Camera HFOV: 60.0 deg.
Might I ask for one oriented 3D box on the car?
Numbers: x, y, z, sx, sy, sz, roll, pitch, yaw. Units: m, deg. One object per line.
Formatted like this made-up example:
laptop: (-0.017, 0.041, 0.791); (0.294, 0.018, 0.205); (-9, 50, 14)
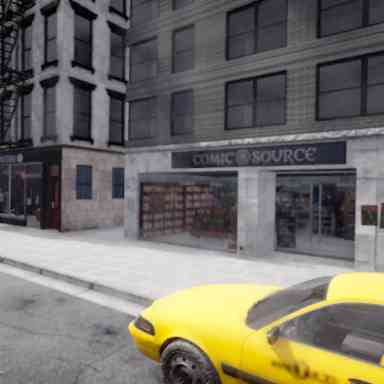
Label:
car: (1.728, 1.451, 3.122); (5.366, 1.575, 1.801); (1, 1, 36)
